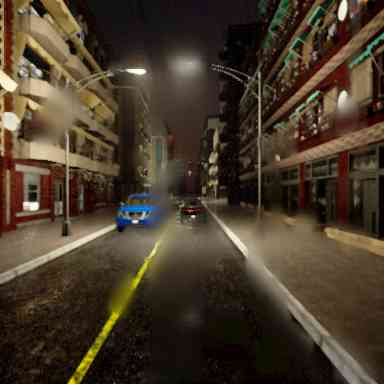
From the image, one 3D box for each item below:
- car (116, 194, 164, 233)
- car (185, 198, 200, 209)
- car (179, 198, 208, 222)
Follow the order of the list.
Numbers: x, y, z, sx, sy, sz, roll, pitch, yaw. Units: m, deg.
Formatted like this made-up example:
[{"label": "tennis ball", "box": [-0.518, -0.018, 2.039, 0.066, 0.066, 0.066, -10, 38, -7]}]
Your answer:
[{"label": "car", "box": [-2.860, 1.132, 19.493, 2.150, 2.045, 5.566, 0, 0, 0]}, {"label": "car", "box": [0.076, 1.420, 42.422, 1.895, 1.301, 4.718, 0, 0, 0]}, {"label": "car", "box": [0.088, 1.393, 24.746, 1.837, 1.490, 4.892, 0, 0, 0]}]
